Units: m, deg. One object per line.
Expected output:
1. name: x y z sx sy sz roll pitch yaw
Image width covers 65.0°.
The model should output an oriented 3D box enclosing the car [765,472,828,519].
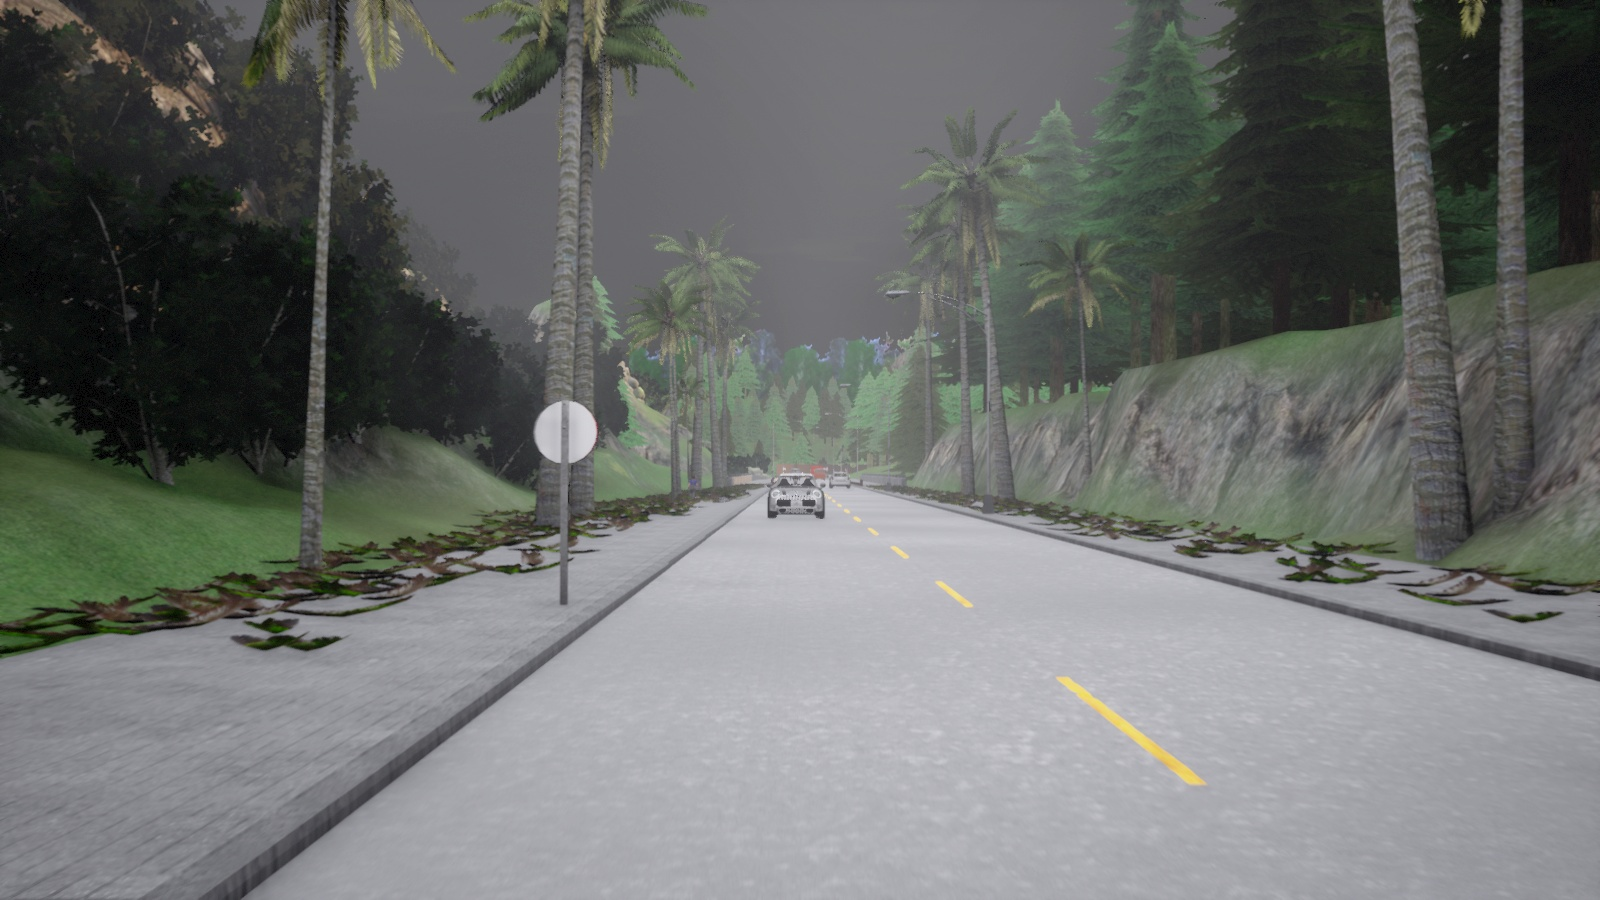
1. car: -0.111 1.466 41.652 1.970 1.475 3.806 0 -1 0
